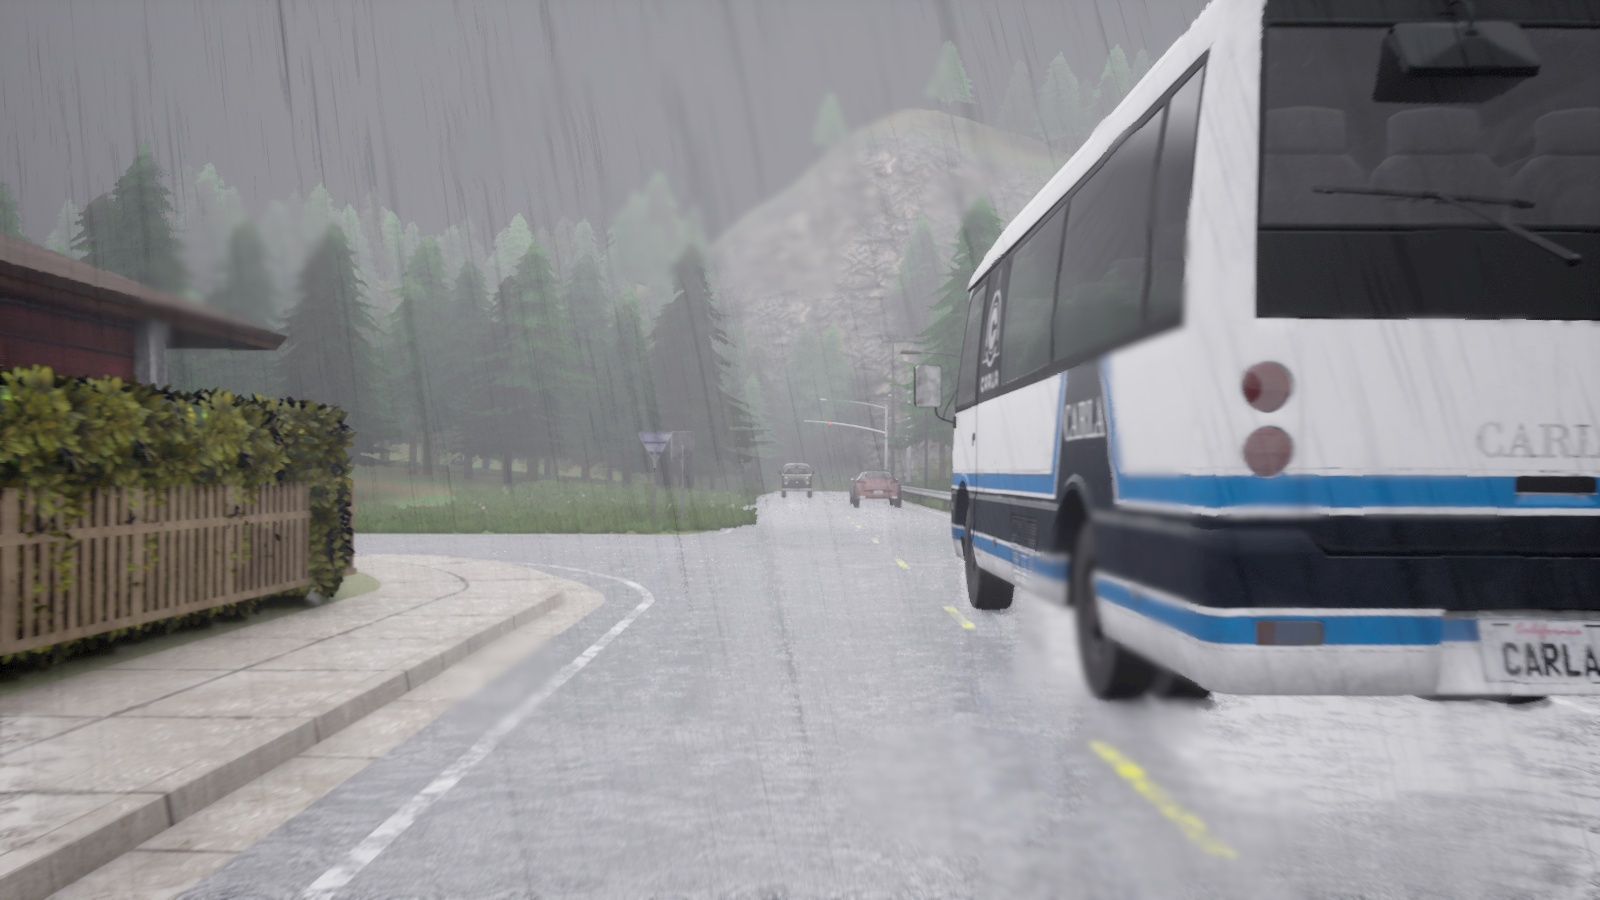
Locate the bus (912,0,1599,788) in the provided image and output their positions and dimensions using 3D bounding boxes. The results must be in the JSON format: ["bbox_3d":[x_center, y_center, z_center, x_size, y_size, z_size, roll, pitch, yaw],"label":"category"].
[{"bbox_3d":[3.467,-0.386,11.339,3.944,4.253,10.273,0,-1,0],"label":"bus"}]

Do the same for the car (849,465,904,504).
[{"bbox_3d":[3.362,1.525,56.423,2.152,1.651,5.027,0,-1,0],"label":"car"}]

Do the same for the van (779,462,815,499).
[{"bbox_3d":[-0.179,1.766,73.286,2.069,2.038,4.480,0,-1,0],"label":"van"}]
